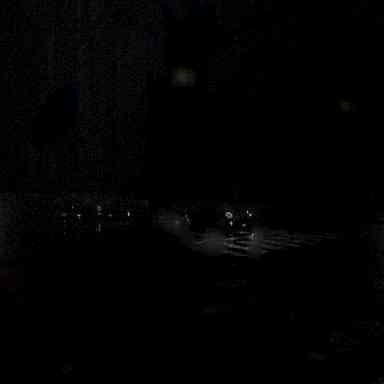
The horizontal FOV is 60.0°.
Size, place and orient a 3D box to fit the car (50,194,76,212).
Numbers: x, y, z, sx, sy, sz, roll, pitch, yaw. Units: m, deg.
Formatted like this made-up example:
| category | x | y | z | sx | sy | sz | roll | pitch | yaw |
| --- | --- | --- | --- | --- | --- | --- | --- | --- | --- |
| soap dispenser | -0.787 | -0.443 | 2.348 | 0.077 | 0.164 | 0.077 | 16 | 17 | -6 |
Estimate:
| category | x | y | z | sx | sy | sz | roll | pitch | yaw |
| --- | --- | --- | --- | --- | --- | --- | --- | --- | --- |
| car | -13.482 | 1.282 | 35.598 | 1.837 | 1.490 | 4.892 | -1 | 1 | -35 |

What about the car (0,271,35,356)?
| category | x | y | z | sx | sy | sz | roll | pitch | yaw |
| --- | --- | --- | --- | --- | --- | --- | --- | --- | --- |
| car | -4.221 | 1.545 | 3.641 | 4.507 | 1.381 | 1.887 | 0 | -1 | -36 |

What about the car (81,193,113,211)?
| category | x | y | z | sx | sy | sz | roll | pitch | yaw |
| --- | --- | --- | --- | --- | --- | --- | --- | --- | --- |
| car | -10.742 | 1.085 | 37.347 | 2.097 | 1.767 | 4.553 | -1 | 1 | -36 |

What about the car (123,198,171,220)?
| category | x | y | z | sx | sy | sz | roll | pitch | yaw |
| --- | --- | --- | --- | --- | --- | --- | --- | --- | --- |
| car | -3.870 | 1.306 | 27.779 | 1.882 | 1.535 | 5.008 | -1 | 1 | -36 |

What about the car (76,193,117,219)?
| category | x | y | z | sx | sy | sz | roll | pitch | yaw |
| --- | --- | --- | --- | --- | --- | --- | --- | --- | --- |
| car | -7.578 | 1.212 | 27.362 | 2.097 | 1.767 | 4.553 | -1 | 1 | -36 |

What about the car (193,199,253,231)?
| category | x | y | z | sx | sy | sz | roll | pitch | yaw |
| --- | --- | --- | --- | --- | --- | --- | --- | --- | --- |
| car | 1.548 | 1.255 | 20.316 | 2.097 | 1.767 | 4.553 | -1 | 1 | -37 |

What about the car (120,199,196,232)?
| category | x | y | z | sx | sy | sz | roll | pitch | yaw |
| --- | --- | --- | --- | --- | --- | --- | --- | --- | --- |
| car | -2.202 | 1.427 | 19.882 | 2.128 | 1.511 | 4.902 | -1 | 1 | -36 |
